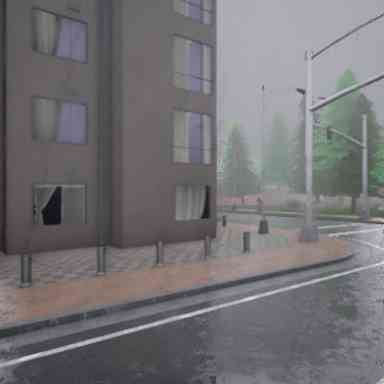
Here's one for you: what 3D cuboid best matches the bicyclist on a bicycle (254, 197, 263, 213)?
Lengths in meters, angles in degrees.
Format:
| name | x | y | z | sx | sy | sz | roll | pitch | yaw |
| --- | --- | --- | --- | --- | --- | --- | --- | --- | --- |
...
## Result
| name | x | y | z | sx | sy | sz | roll | pitch | yaw |
| --- | --- | --- | --- | --- | --- | --- | --- | --- | --- |
| bicyclist on a bicycle | 6.867 | 1.293 | 33.908 | 1.656 | 1.620 | 0.582 | 0 | 0 | -35 |
